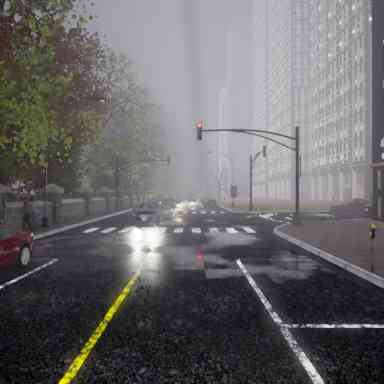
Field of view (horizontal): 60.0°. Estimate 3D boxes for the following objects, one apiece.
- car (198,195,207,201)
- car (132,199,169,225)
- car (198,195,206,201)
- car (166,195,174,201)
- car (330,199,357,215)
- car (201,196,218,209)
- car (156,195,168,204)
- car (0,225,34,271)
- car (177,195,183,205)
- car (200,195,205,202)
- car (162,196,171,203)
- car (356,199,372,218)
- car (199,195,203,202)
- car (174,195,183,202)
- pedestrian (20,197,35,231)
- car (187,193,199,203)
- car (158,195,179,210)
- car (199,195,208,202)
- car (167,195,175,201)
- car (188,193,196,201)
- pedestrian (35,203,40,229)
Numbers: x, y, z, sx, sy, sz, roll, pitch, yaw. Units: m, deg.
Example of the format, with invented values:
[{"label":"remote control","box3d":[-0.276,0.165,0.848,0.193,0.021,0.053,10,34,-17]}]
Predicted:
[{"label":"car","box3d":[2.688,1.521,86.007,1.967,1.590,4.097,0,0,0]},{"label":"car","box3d":[-3.102,1.500,24.091,2.128,1.511,4.902,0,0,0]},{"label":"car","box3d":[2.687,1.642,91.639,2.008,1.369,4.403,0,0,0]},{"label":"car","box3d":[-5.692,1.521,86.007,1.967,1.590,4.097,0,0,0]},{"label":"car","box3d":[14.605,1.308,29.791,4.181,1.385,1.994,-1,0,0]},{"label":"car","box3d":[2.689,1.592,46.580,1.947,1.339,4.313,0,0,0]},{"label":"car","box3d":[-5.691,1.485,63.478,1.967,1.590,4.097,0,0,0]},{"label":"car","box3d":[-5.817,1.546,8.662,1.887,1.381,4.507,0,0,0]},{"label":"car","box3d":[-3.073,1.534,61.138,2.128,1.511,4.902,0,0,0]},{"label":"car","box3d":[2.689,1.598,52.213,1.947,1.339,4.313,0,0,0]},{"label":"car","box3d":[-5.692,1.587,74.573,1.752,1.417,4.829,0,0,0]},{"label":"car","box3d":[14.673,1.282,23.990,4.313,1.339,1.947,-1,1,0]},{"label":"car","box3d":[2.689,1.604,57.846,1.947,1.339,4.313,0,0,0]},{"label":"car","box3d":[-3.004,1.504,76.501,1.882,1.535,5.008,0,0,0]},{"label":"pedestrian","box3d":[-8.866,1.146,17.853,0.375,1.860,0.375,0,0,0]},{"label":"car","box3d":[-0.004,1.590,73.450,2.033,1.411,5.357,0,0,0]},{"label":"car","box3d":[-3.103,1.550,44.090,1.812,1.442,4.674,0,0,0]},{"label":"car","box3d":[2.688,1.511,80.375,1.967,1.590,4.097,0,0,0]},{"label":"car","box3d":[-5.694,1.636,91.639,1.887,1.381,4.507,0,0,0]},{"label":"car","box3d":[-0.004,1.177,83.897,2.150,2.045,5.566,0,0,0]},{"label":"pedestrian","box3d":[-8.866,1.147,18.536,0.375,1.860,0.375,0,0,0]}]
